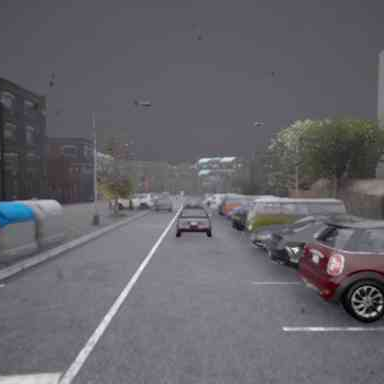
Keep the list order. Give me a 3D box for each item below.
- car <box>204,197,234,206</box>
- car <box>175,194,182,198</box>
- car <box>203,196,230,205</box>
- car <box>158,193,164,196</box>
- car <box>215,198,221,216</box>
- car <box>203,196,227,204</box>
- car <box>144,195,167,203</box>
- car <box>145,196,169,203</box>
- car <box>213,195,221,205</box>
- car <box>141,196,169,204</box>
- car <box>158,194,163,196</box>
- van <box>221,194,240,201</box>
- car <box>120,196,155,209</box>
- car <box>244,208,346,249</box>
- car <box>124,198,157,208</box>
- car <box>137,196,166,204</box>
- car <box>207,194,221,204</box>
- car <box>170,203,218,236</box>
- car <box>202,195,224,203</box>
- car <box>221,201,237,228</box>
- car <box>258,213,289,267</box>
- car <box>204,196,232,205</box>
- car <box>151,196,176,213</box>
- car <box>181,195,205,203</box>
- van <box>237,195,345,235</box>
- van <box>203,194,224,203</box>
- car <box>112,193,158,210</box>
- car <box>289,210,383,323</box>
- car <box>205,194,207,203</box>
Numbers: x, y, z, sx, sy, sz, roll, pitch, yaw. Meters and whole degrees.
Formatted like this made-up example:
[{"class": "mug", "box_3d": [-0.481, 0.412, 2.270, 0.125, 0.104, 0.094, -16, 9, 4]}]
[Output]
[{"class": "car", "box_3d": [4.634, 1.567, 56.999, 5.008, 1.535, 2.097, 0, 0, 0]}, {"class": "car", "box_3d": [-3.020, 1.176, 78.718, 1.837, 1.490, 4.892, 0, 1, 0]}, {"class": "car", "box_3d": [4.632, 1.577, 62.710, 4.892, 1.521, 2.231, 0, 0, 0]}, {"class": "car", "box_3d": [-7.722, 1.444, 58.769, 4.553, 1.767, 2.185, 0, 0, 0]}, {"class": "car", "box_3d": [4.673, 1.555, 29.064, 4.792, 1.488, 2.163, 0, 0, 0]}, {"class": "car", "box_3d": [4.644, 1.586, 68.170, 4.892, 1.521, 2.231, 0, 0, 0]}, {"class": "car", "box_3d": [-7.662, 1.457, 70.526, 4.553, 1.767, 2.185, 0, 0, 0]}, {"class": "car", "box_3d": [-7.698, 1.564, 73.357, 5.008, 1.535, 2.097, 0, 0, 0]}, {"class": "car", "box_3d": [4.613, 1.404, 31.856, 4.553, 1.767, 2.185, 0, 0, 0]}, {"class": "car", "box_3d": [-7.507, 1.580, 67.585, 5.366, 1.575, 1.946, 0, 0, 0]}, {"class": "car", "box_3d": [-7.719, 1.594, 55.831, 4.792, 1.488, 2.163, 0, 0, 0]}, {"class": "van", "box_3d": [4.762, 1.295, 26.269, 4.442, 1.987, 1.878, 0, 0, 0]}, {"class": "car", "box_3d": [-7.657, 1.425, 46.891, 4.553, 1.767, 2.185, 0, 0, 0]}, {"class": "car", "box_3d": [4.654, 1.500, 12.301, 4.892, 1.521, 2.231, 0, 0, 0]}, {"class": "car", "box_3d": [-7.686, 1.596, 49.829, 4.674, 1.452, 2.002, 0, 0, 0]}, {"class": "car", "box_3d": [-7.877, 1.575, 64.645, 5.366, 1.575, 1.946, 0, 0, 0]}, {"class": "car", "box_3d": [4.672, 1.282, 34.651, 5.566, 2.045, 2.435, 0, 0, 0]}, {"class": "car", "box_3d": [0.102, 1.576, 18.493, 2.033, 1.411, 5.357, 0, 0, 0]}, {"class": "car", "box_3d": [4.630, 1.561, 73.773, 4.892, 1.521, 2.231, 0, 1, 0]}, {"class": "car", "box_3d": [4.644, 1.556, 23.475, 4.674, 1.452, 2.002, 0, 0, 0]}, {"class": "car", "box_3d": [4.642, 1.496, 9.506, 4.892, 1.521, 2.231, 0, 0, 0]}, {"class": "car", "box_3d": [4.646, 1.573, 59.792, 4.892, 1.521, 2.231, 0, 0, 0]}, {"class": "car", "box_3d": [-3.100, 1.563, 37.553, 1.837, 1.490, 4.892, 0, 0, 0]}, {"class": "car", "box_3d": [0.093, 1.409, 36.906, 2.097, 1.767, 4.553, 0, 0, 0]}, {"class": "van", "box_3d": [4.531, 1.278, 15.094, 4.442, 1.987, 1.878, 0, 0, 0]}, {"class": "van", "box_3d": [4.521, 1.357, 70.964, 4.442, 1.987, 1.878, 0, 0, 0]}, {"class": "car", "box_3d": [-7.716, 1.295, 44.078, 5.566, 2.045, 2.435, 0, 0, 0]}, {"class": "car", "box_3d": [4.617, 1.365, 6.715, 4.553, 1.767, 2.185, 0, 0, 0]}, {"class": "car", "box_3d": [4.673, 1.429, 48.743, 4.553, 1.767, 2.185, 0, 0, 0]}]
